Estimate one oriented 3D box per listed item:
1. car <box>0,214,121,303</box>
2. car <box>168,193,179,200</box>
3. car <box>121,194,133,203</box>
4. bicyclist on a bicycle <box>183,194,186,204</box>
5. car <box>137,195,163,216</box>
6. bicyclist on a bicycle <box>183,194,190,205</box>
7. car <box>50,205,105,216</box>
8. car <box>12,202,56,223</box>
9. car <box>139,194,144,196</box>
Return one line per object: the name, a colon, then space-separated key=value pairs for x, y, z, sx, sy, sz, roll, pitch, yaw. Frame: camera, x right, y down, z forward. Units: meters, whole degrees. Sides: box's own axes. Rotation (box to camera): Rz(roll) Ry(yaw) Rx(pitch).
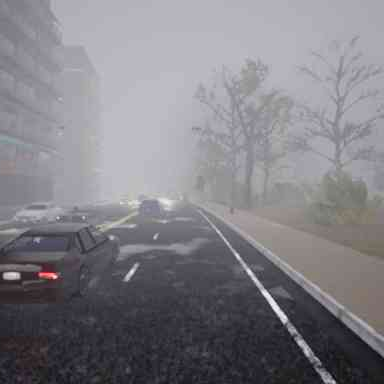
car: x=-3.191 y=1.513 z=8.348 sx=2.033 sy=1.411 sz=5.357 roll=0 pitch=0 yaw=-1
car: x=-4.037 y=1.250 z=76.990 sx=1.895 sy=1.301 sz=4.718 roll=0 pitch=0 yaw=-6
car: x=-12.578 y=1.201 z=64.150 sx=1.882 sy=1.535 sz=5.008 roll=0 pitch=0 yaw=-5
bicyclist on a bicycle: x=-1.302 y=1.201 z=57.331 sx=0.582 sy=1.620 sz=1.656 roll=0 pitch=0 yaw=-5
car: x=-3.753 y=1.350 z=30.460 sx=1.882 sy=1.535 sz=5.008 roll=0 pitch=0 yaw=-2
bicyclist on a bicycle: x=-0.742 y=1.220 z=49.824 sx=0.866 sy=1.612 sz=1.509 roll=0 pitch=0 yaw=-4
car: x=-6.872 y=1.515 z=20.849 sx=1.895 sy=1.301 sz=4.718 roll=0 pitch=0 yaw=-2
car: x=-10.169 y=1.435 z=22.352 sx=1.812 sy=1.442 sz=4.674 roll=0 pitch=0 yaw=-2
car: x=-9.130 y=1.234 z=61.884 sx=1.837 sy=1.490 sz=4.892 roll=0 pitch=0 yaw=-4
